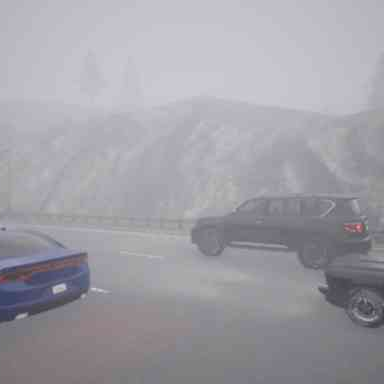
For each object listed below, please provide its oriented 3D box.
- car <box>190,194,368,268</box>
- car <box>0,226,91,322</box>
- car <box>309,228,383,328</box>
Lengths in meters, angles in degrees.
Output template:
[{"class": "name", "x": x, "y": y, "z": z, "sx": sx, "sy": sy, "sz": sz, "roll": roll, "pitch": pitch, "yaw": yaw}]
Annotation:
[{"class": "car", "x": 2.613, "y": 1.090, "z": 10.715, "sx": 5.566, "sy": 2.045, "sz": 2.150, "roll": 0, "pitch": 0, "yaw": 33}, {"class": "car", "x": -4.276, "y": 1.437, "z": 6.791, "sx": 5.008, "sy": 1.535, "sz": 1.882, "roll": 0, "pitch": 0, "yaw": 32}, {"class": "car", "x": 4.525, "y": 1.511, "z": 5.129, "sx": 4.718, "sy": 1.301, "sz": 1.895, "roll": 0, "pitch": 1, "yaw": 35}]
